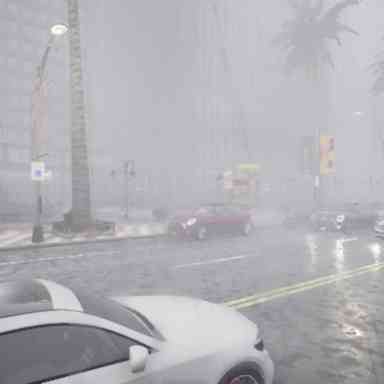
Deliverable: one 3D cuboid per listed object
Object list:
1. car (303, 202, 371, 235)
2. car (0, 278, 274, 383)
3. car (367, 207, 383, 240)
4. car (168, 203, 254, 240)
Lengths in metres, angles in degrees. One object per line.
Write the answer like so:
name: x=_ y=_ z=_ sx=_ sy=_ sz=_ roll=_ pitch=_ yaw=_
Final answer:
car: x=8.795 y=1.380 z=19.109 sx=4.553 sy=1.767 sz=2.097 roll=0 pitch=0 yaw=-36
car: x=-1.353 y=1.525 z=2.804 sx=4.674 sy=1.442 sz=1.812 roll=0 pitch=0 yaw=-36
car: x=10.717 y=1.554 z=16.178 sx=4.674 sy=1.442 sz=1.812 roll=0 pitch=0 yaw=-36
car: x=1.011 y=1.370 z=17.100 sx=4.553 sy=1.767 sz=2.185 roll=0 pitch=0 yaw=-36
